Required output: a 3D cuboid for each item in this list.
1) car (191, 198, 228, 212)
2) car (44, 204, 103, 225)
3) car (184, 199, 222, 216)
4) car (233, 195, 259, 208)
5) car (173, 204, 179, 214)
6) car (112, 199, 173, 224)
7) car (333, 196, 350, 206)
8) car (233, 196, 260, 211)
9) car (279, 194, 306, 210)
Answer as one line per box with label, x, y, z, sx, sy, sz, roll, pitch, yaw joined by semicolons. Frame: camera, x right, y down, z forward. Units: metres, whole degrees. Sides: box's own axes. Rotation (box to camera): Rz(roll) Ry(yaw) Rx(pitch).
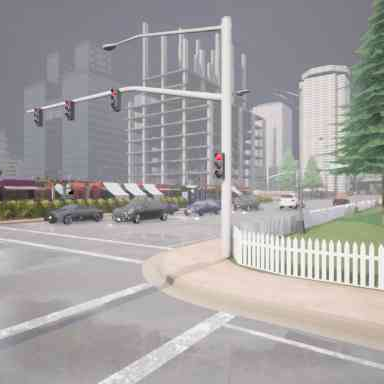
car;2.242;1.547;40.399;2.033;1.411;5.357;0;0;34
car;-8.588;1.564;24.410;1.994;1.385;4.181;0;0;34
car;1.078;1.526;32.421;1.812;1.442;4.674;0;0;34
car;7.945;1.352;48.751;2.097;1.767;4.553;0;0;35
car;-3.405;1.547;32.064;2.033;1.411;5.357;0;0;34
car;-3.874;1.352;25.127;2.097;1.767;4.553;0;0;34
car;24.122;1.478;53.636;1.882;1.535;5.008;0;0;34
car;6.715;1.505;40.747;1.837;1.490;4.892;0;0;34
car;13.302;1.221;43.897;2.150;2.045;5.566;0;0;34
